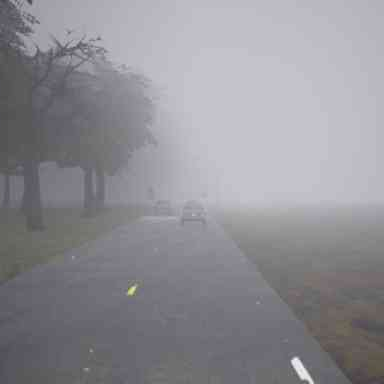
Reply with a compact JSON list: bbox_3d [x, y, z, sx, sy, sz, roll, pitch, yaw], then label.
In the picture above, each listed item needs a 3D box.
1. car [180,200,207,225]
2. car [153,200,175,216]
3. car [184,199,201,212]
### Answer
[{"bbox_3d":[0.104,1.572,24.443,2.033,1.411,5.357,0,0,0],"label":"car"},{"bbox_3d":[-2.763,1.549,33.176,1.837,1.490,4.892,0,-1,0],"label":"car"},{"bbox_3d":[0.105,1.632,41.423,1.994,1.385,4.181,0,0,0],"label":"car"}]
